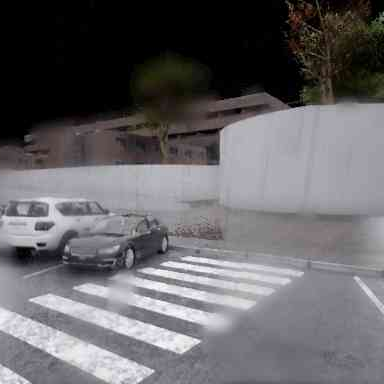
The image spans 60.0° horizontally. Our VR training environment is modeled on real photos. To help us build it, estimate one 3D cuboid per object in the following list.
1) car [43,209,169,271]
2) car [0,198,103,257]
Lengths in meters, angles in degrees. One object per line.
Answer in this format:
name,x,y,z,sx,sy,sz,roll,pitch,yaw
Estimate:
car,-2.237,1.496,11.091,2.231,1.521,4.892,0,-1,15
car,-4.670,1.250,12.850,2.435,2.045,5.566,0,-1,15
